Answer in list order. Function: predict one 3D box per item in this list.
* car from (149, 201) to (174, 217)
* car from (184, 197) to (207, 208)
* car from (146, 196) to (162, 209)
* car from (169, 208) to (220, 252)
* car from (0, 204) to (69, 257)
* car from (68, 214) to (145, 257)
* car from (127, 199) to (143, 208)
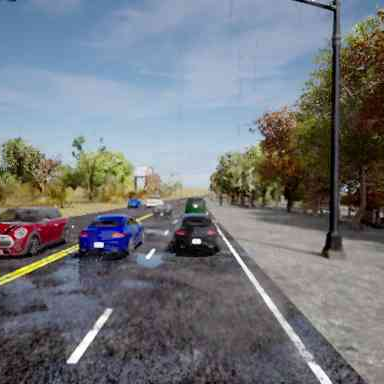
[{"bbox_3d":[-2.892,1.884,34.508,1.895,1.301,4.718,1,0,1],"label":"car"},{"bbox_3d":[0.361,1.552,35.056,2.150,2.045,5.566,0,-1,0],"label":"car"},{"bbox_3d":[-6.072,1.612,53.985,2.150,2.045,5.566,1,0,1],"label":"car"},{"bbox_3d":[0.173,1.657,14.428,1.812,1.442,4.674,-1,-1,0],"label":"car"},{"bbox_3d":[-6.521,1.377,13.032,2.097,1.767,4.553,1,-1,0],"label":"car"},{"bbox_3d":[-3.074,1.612,13.341,1.812,1.442,4.674,1,-1,0],"label":"car"},{"bbox_3d":[-9.316,1.818,54.485,1.882,1.535,5.008,1,0,1],"label":"car"}]
